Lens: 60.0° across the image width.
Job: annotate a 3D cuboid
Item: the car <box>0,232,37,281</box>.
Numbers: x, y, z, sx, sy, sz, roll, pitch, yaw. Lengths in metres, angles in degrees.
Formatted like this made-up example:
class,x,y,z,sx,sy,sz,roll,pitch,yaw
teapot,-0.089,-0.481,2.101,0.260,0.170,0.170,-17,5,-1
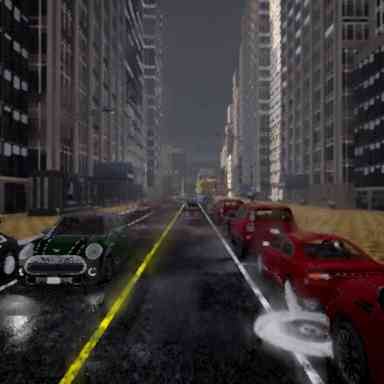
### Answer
class,x,y,z,sx,sy,sz,roll,pitch,yaw
car,-5.691,1.585,7.684,2.008,1.369,4.403,0,0,0

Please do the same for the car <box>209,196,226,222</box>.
class,x,y,z,sx,sy,sz,roll,pitch,yaw
car,2.682,1.423,24.308,2.192,1.841,5.009,0,0,0

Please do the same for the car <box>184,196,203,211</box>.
class,x,y,z,sx,sy,sz,roll,pitch,yaw
car,-0.023,1.684,43.689,2.128,1.511,4.902,0,0,0

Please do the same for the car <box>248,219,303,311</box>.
class,x,y,z,sx,sy,sz,roll,pitch,yaw
car,2.689,1.580,7.689,1.887,1.381,4.507,0,0,0

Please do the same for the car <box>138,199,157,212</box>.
class,x,y,z,sx,sy,sz,roll,pitch,yaw
car,-5.708,1.762,40.920,1.802,1.307,4.206,0,0,0

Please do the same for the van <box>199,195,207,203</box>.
class,x,y,z,sx,sy,sz,roll,pitch,yaw
van,2.653,1.689,79.700,1.690,1.788,3.998,0,0,0

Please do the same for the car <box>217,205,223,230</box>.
class,x,y,z,sx,sy,sz,roll,pitch,yaw
car,2.684,1.650,18.768,1.947,1.339,4.313,0,0,0

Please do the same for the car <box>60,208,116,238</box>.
class,x,y,z,sx,sy,sz,roll,pitch,yaw
car,-5.696,1.665,18.763,1.802,1.307,4.206,0,0,0

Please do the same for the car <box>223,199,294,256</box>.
class,x,y,z,sx,sy,sz,roll,pitch,yaw
car,2.687,1.375,13.230,2.192,1.841,5.009,0,0,0

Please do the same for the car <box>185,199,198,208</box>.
class,x,y,z,sx,sy,sz,roll,pitch,yaw
car,-0.028,1.802,54.113,1.994,1.385,4.181,0,0,0

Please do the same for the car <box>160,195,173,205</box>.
class,x,y,z,sx,sy,sz,roll,pitch,yaw
car,-5.722,1.614,68.617,2.192,1.841,5.009,0,0,0

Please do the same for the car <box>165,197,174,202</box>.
class,x,y,z,sx,sy,sz,roll,pitch,yaw
car,-5.731,1.915,85.234,1.887,1.381,4.507,0,0,0

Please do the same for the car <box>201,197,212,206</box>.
class,x,y,z,sx,sy,sz,roll,pitch,yaw
car,2.661,1.717,63.082,1.967,1.590,4.097,0,0,0

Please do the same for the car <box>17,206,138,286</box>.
class,x,y,z,sx,sy,sz,roll,pitch,yaw
car,-3.081,1.395,9.685,2.097,1.767,4.553,0,0,0

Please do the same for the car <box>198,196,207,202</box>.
class,x,y,z,sx,sy,sz,roll,pitch,yaw
car,2.649,1.811,85.239,1.967,1.590,4.097,0,0,0

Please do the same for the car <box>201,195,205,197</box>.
class,x,y,z,sx,sy,sz,roll,pitch,yaw
car,2.665,1.568,57.543,2.192,1.841,5.009,0,0,0

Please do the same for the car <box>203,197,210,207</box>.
class,x,y,z,sx,sy,sz,roll,pitch,yaw
car,2.672,1.707,41.095,1.752,1.417,4.829,0,0,0

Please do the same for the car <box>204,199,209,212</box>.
class,x,y,z,sx,sy,sz,roll,pitch,yaw
car,2.675,1.708,35.386,2.008,1.369,4.403,0,0,0

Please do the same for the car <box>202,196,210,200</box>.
class,x,y,z,sx,sy,sz,roll,pitch,yaw
car,2.667,1.795,52.003,1.947,1.339,4.313,0,0,0

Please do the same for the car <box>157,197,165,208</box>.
class,x,y,z,sx,sy,sz,roll,pitch,yaw
car,-5.714,1.810,51.998,1.802,1.307,4.206,0,0,0

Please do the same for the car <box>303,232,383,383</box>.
class,x,y,z,sx,sy,sz,roll,pitch,yaw
car,2.693,1.326,2.151,2.192,1.841,5.009,0,0,0
